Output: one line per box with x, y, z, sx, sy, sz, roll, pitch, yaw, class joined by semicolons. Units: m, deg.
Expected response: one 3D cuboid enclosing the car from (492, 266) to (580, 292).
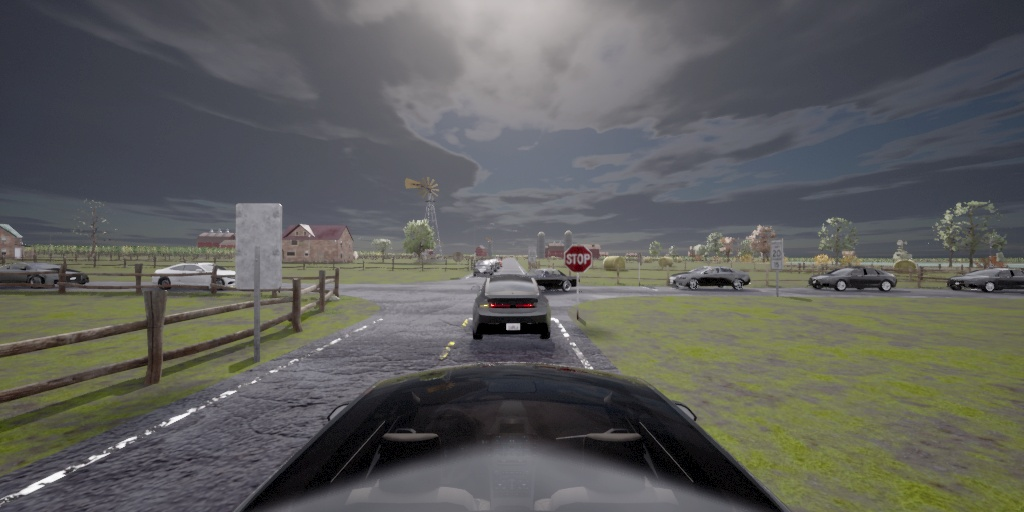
1.499;1.369;20.084;4.718;1.301;1.895;1;0;-35;car

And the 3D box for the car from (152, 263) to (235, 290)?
-17.244;1.104;19.994;4.674;1.442;1.812;1;-1;-1;car

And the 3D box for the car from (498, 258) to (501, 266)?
-2.854;1.241;46.170;2.128;1.511;4.902;0;0;0;car

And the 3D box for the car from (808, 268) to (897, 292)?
22.199;1.499;23.485;4.892;1.490;1.837;1;-1;-1;car

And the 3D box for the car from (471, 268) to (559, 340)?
-0.074;1.256;10.038;1.837;1.490;4.892;0;0;-2;car

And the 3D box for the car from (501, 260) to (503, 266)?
-2.823;1.240;55.712;2.128;1.511;4.902;0;0;0;car

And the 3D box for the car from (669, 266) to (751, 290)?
12.797;1.396;23.313;4.902;1.511;2.128;1;-1;-2;car

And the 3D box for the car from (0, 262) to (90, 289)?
-26.364;1.048;19.872;4.181;1.385;1.994;1;-1;-1;car

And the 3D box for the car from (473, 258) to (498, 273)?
-2.861;1.243;36.725;2.128;1.511;4.902;0;0;0;car

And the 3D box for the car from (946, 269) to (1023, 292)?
31.702;1.586;23.606;4.892;1.490;1.837;1;-1;-1;car
